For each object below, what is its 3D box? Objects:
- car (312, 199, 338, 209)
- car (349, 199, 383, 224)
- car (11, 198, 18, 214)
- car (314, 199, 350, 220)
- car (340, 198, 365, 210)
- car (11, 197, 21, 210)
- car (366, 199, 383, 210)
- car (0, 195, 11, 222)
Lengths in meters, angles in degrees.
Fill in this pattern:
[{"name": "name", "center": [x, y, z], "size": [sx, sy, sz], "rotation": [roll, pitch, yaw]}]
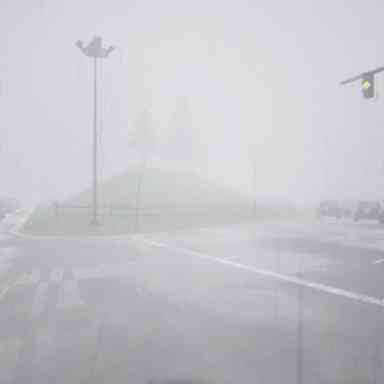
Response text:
[{"name": "car", "center": [20.640, 1.797, 51.883], "size": [2.033, 1.411, 5.357], "rotation": [0, 0, 2]}, {"name": "car", "center": [14.567, 1.487, 26.634], "size": [2.097, 1.767, 4.553], "rotation": [0, 0, 40]}, {"name": "car", "center": [-20.511, 1.670, 36.107], "size": [1.994, 1.385, 4.181], "rotation": [0, 0, -23]}, {"name": "car", "center": [12.890, 1.498, 30.155], "size": [2.097, 1.767, 4.553], "rotation": [0, 0, 38]}, {"name": "car", "center": [24.001, 1.755, 49.976], "size": [1.837, 1.490, 4.892], "rotation": [0, 0, 5]}, {"name": "car", "center": [-24.629, 1.488, 45.454], "size": [2.097, 1.767, 4.553], "rotation": [0, 0, -23]}, {"name": "car", "center": [27.375, 1.813, 48.550], "size": [1.994, 1.385, 4.181], "rotation": [0, 0, 5]}, {"name": "car", "center": [-16.675, 1.300, 27.417], "size": [2.150, 2.045, 5.566], "rotation": [0, 0, -24]}]
